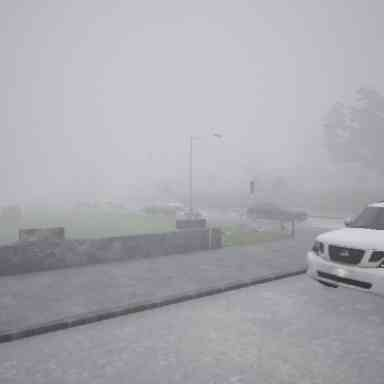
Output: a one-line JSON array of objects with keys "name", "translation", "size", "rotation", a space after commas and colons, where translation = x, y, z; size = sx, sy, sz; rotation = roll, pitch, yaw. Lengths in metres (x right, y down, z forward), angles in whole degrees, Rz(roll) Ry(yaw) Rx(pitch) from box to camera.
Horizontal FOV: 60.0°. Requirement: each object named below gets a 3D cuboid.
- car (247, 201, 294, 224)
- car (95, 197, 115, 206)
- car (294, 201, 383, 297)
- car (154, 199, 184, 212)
[{"name": "car", "translation": [6.376, 1.478, 25.253], "size": [1.882, 1.535, 5.008], "rotation": [0, 0, -36]}, {"name": "car", "translation": [-14.293, 1.479, 54.360], "size": [1.882, 1.535, 5.008], "rotation": [0, 0, -35]}, {"name": "car", "translation": [5.262, 1.221, 7.974], "size": [5.566, 2.045, 2.150], "rotation": [0, 0, -32]}, {"name": "car", "translation": [-2.727, 1.526, 38.010], "size": [1.812, 1.442, 4.674], "rotation": [0, 0, -36]}]
